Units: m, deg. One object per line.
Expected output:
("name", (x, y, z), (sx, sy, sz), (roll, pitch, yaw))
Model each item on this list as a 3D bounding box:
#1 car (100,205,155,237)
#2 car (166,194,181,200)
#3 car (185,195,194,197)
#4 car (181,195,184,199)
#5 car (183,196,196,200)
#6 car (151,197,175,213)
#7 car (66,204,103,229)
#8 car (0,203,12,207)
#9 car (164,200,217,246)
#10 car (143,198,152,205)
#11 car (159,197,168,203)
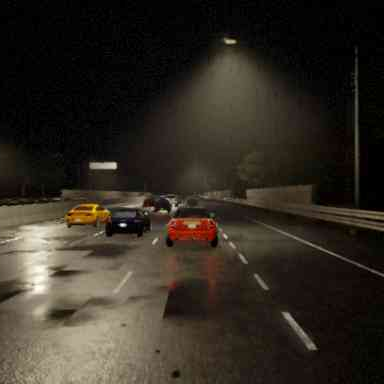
("car", (-3.498, 1.654, 18.826), (1.994, 1.385, 4.181), (0, 0, 0))
("car", (-3.493, 1.511, 57.886), (2.150, 2.045, 5.566), (0, 0, 0))
("car", (0.009, 1.917, 76.832), (2.128, 1.511, 4.902), (0, 0, 0))
("car", (-3.491, 1.907, 74.852), (2.128, 1.511, 4.902), (0, 0, 0))
("car", (0.008, 1.793, 49.786), (2.033, 1.411, 5.357), (0, 0, 0))
("car", (-3.495, 1.707, 40.833), (1.837, 1.490, 4.892), (0, 0, 0))
("car", (-6.998, 1.588, 22.866), (1.882, 1.535, 5.008), (0, 0, 0))
("car", (-17.572, 1.712, 30.202), (1.994, 1.385, 4.181), (0, 0, 0))
("car", (0.004, 1.426, 15.757), (2.097, 1.767, 4.553), (0, 0, 0))
("car", (-6.992, 1.757, 55.850), (1.882, 1.535, 5.008), (0, 0, 0))
("car", (-6.991, 1.899, 81.892), (1.882, 1.535, 5.008), (0, 0, 0))
